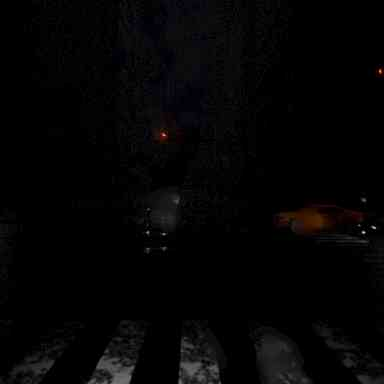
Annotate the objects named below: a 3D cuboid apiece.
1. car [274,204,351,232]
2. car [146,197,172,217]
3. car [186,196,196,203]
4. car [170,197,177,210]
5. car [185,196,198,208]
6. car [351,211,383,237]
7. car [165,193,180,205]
[{"bbox_3d":[7.417,1.477,19.627,5.008,1.535,1.882,1,1,0],"label":"car"},{"bbox_3d":[-3.221,1.516,31.650,1.812,1.442,4.674,0,0,-1],"label":"car"},{"bbox_3d":[-0.185,1.584,70.158,1.895,1.301,4.718,0,0,0],"label":"car"},{"bbox_3d":[-3.261,1.589,41.609,1.895,1.301,4.718,0,0,0],"label":"car"},{"bbox_3d":[-0.080,1.478,47.386,2.128,1.511,4.902,0,0,0],"label":"car"},{"bbox_3d":[11.128,1.625,16.394,5.357,1.411,2.033,0,1,0],"label":"car"},{"bbox_3d":[-3.287,1.207,56.786,2.150,2.045,5.566,0,0,0],"label":"car"}]
